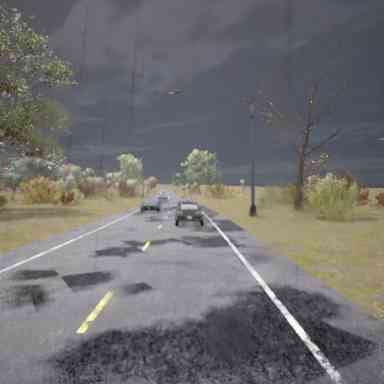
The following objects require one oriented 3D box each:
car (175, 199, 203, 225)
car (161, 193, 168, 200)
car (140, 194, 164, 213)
[{"bbox_3d":[-0.203,1.425,23.151,1.812,1.442,4.674,0,0,-1],"label":"car"},{"bbox_3d":[-6.471,1.036,75.427,1.882,1.535,5.008,0,0,-4],"label":"car"},{"bbox_3d":[-4.266,1.322,34.916,1.882,1.535,5.008,0,0,-2],"label":"car"}]
